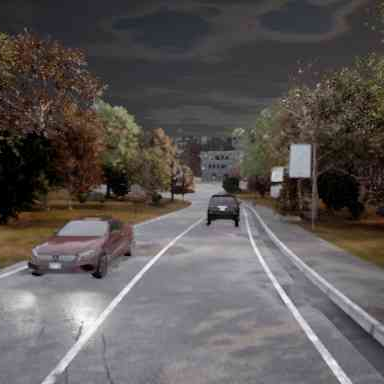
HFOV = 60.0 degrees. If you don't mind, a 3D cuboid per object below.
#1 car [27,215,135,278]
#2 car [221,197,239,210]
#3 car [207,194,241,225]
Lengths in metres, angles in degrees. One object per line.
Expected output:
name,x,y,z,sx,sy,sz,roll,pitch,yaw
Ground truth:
car,-3.035,1.476,10.153,1.812,1.442,4.674,0,0,5
car,4.793,1.425,42.216,2.128,1.511,4.902,1,0,6
car,2.317,1.191,23.915,2.150,2.045,5.566,1,0,8
